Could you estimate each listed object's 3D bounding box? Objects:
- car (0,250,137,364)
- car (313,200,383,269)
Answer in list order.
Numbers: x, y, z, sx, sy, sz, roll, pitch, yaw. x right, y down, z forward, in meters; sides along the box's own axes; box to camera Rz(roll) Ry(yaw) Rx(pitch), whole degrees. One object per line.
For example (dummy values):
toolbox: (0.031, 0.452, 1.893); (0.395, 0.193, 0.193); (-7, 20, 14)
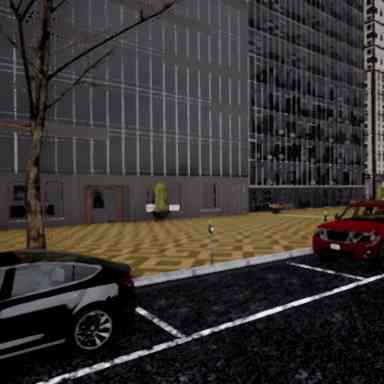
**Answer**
car: (-2.858, 1.564, 4.525); (4.313, 1.339, 1.947); (-1, 0, -36)
car: (6.130, 1.222, 10.942); (5.009, 1.841, 2.192); (-1, 0, -36)
